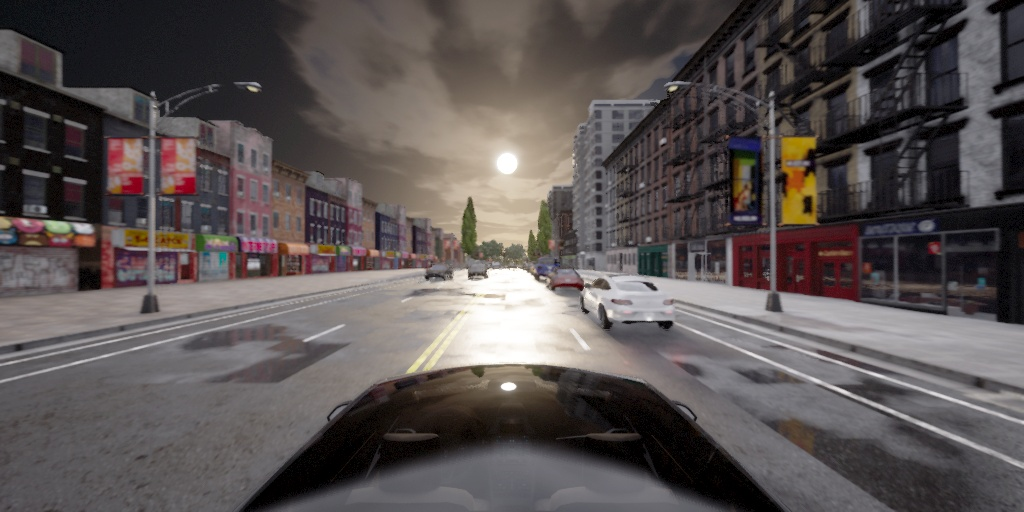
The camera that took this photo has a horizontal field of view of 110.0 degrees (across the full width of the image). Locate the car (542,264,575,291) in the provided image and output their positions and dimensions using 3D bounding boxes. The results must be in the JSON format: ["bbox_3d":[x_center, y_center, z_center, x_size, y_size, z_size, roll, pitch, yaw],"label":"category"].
[{"bbox_3d":[3.244,1.395,22.833,1.994,1.385,4.181,0,-1,0],"label":"car"}]

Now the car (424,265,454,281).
[{"bbox_3d":[-6.604,1.497,32.956,2.033,1.411,5.357,0,-1,0],"label":"car"}]

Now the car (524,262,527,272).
[{"bbox_3d":[3.234,1.845,55.863,1.895,1.301,4.718,0,-1,0],"label":"car"}]

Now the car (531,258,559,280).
[{"bbox_3d":[3.240,1.182,33.867,2.150,2.045,5.566,0,-1,0],"label":"car"}]

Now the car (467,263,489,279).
[{"bbox_3d":[-3.348,1.493,36.168,1.837,1.490,4.892,0,-1,0],"label":"car"}]

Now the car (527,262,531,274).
[{"bbox_3d":[3.237,1.552,45.024,1.801,1.575,5.366,0,-1,0],"label":"car"}]

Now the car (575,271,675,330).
[{"bbox_3d":[3.346,1.283,11.054,1.812,1.442,4.674,0,0,0],"label":"car"}]
